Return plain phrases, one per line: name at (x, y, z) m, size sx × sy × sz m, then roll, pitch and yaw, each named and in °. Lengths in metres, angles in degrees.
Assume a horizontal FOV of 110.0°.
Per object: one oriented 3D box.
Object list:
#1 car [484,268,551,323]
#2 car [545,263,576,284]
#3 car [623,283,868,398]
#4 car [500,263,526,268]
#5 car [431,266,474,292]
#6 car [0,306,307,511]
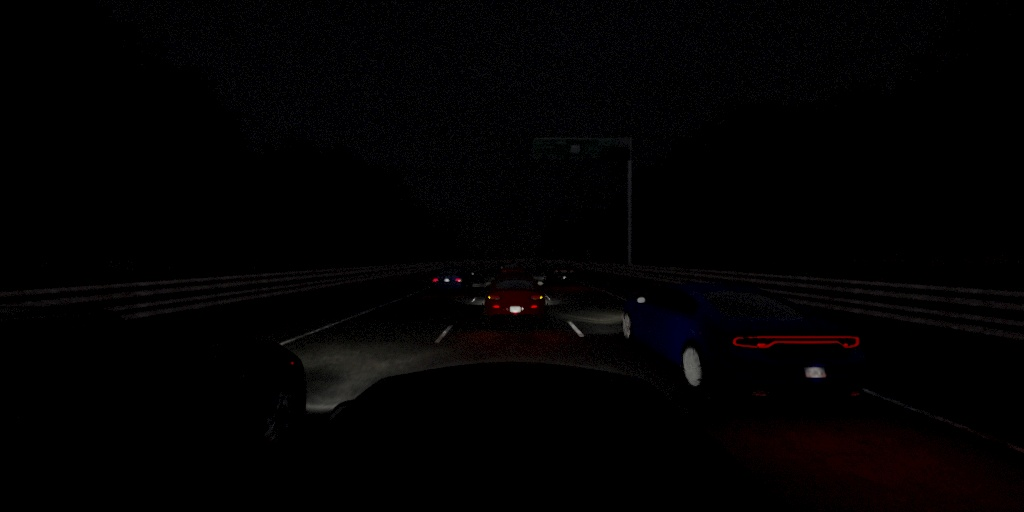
car at (0.084, 1.286, 12.049) m, size 1.812 × 1.442 × 4.674 m, roll 0°, pitch 0°, yaw 0°
car at (3.598, 1.277, 26.983) m, size 2.128 × 1.511 × 4.902 m, roll 0°, pitch 0°, yaw 0°
car at (3.600, 1.232, 6.732) m, size 1.882 × 1.535 × 5.008 m, roll 0°, pitch 0°, yaw 0°
car at (0.098, 1.268, 28.551) m, size 1.882 × 1.535 × 5.008 m, roll 0°, pitch 0°, yaw 0°
car at (-3.403, 1.321, 21.262) m, size 2.033 × 1.411 × 5.357 m, roll 0°, pitch 0°, yaw 0°
car at (-3.401, 1.103, 2.261) m, size 2.097 × 1.767 × 4.553 m, roll 0°, pitch 0°, yaw 0°
